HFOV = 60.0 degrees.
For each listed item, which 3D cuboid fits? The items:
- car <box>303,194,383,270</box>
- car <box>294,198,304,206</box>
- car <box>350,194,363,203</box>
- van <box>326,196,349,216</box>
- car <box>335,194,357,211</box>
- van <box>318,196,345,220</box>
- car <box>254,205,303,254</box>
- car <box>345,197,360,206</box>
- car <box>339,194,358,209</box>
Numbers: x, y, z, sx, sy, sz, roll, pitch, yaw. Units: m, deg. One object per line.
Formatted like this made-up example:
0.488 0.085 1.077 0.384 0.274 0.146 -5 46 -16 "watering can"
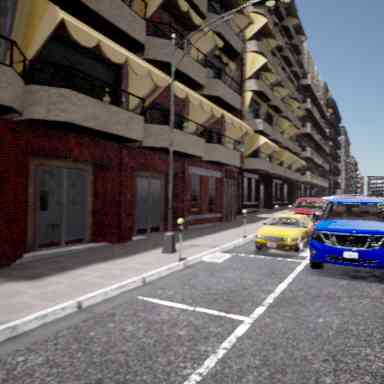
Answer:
5.275 1.204 10.705 2.150 2.045 5.566 0 1 29 "car"
6.622 1.276 18.511 2.192 1.841 5.009 2 1 29 "car"
35.653 1.355 71.970 2.192 1.841 5.009 2 1 29 "car"
14.538 1.304 33.091 1.690 1.788 3.998 2 1 29 "van"
19.818 1.289 42.810 2.192 1.841 5.009 2 1 29 "car"
11.899 1.301 28.229 1.690 1.788 3.998 2 1 29 "van"
3.894 1.490 13.504 1.752 1.417 4.829 2 1 29 "car"
27.729 1.564 57.395 1.947 1.339 4.313 2 1 29 "car"
22.457 1.295 47.669 2.192 1.841 5.009 2 1 29 "car"
